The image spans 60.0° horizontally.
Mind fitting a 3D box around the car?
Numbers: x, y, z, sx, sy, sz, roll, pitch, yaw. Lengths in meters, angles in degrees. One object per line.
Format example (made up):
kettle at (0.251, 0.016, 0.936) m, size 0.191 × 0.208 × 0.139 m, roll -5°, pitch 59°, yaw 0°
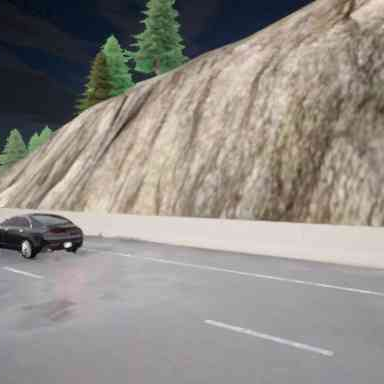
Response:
car at (-6.179, 1.569, 12.821) m, size 4.892 × 1.490 × 1.837 m, roll 0°, pitch 0°, yaw 37°
